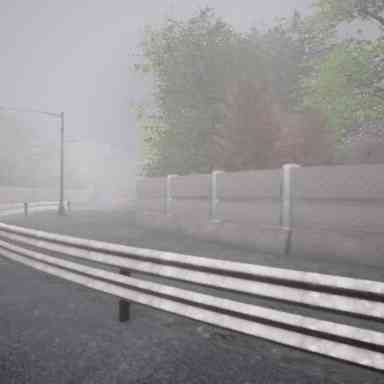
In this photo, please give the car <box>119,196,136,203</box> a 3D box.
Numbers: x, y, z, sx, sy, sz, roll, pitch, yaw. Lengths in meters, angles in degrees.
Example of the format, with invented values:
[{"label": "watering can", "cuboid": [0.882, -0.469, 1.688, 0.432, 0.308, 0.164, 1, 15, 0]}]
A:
[{"label": "car", "cuboid": [-14.751, 1.606, 74.196, 2.097, 1.767, 4.553, 0, 0, 6]}]
